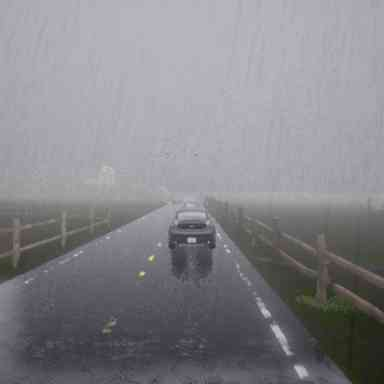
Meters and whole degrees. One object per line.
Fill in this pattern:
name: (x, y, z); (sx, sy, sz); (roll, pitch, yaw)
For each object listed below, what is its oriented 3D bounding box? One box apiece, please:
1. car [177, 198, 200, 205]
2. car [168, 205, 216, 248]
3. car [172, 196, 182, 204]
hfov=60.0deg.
car: (-0.001, 1.567, 29.650); (2.033, 1.411, 5.357); (0, 0, 0)
car: (-0.001, 1.517, 14.650); (1.837, 1.490, 4.892); (0, 0, 0)
car: (-2.751, 1.574, 64.651); (1.837, 1.490, 4.892); (0, 0, 0)
